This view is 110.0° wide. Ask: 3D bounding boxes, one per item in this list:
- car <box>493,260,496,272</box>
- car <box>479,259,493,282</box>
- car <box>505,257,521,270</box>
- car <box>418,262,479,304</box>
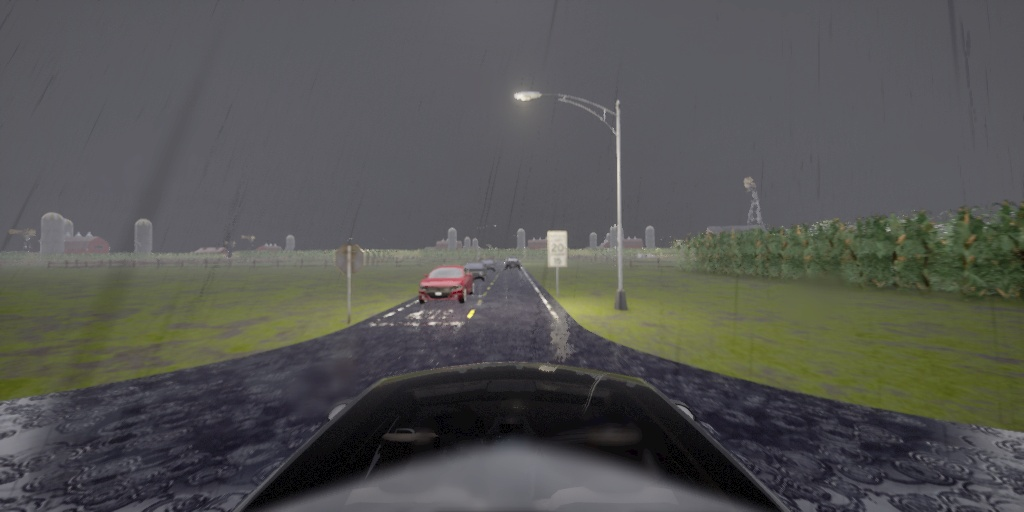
[{"bbox_3d":[-2.807,1.091,42.110,2.033,1.411,5.357,-1,0,0],"label":"car"},{"bbox_3d":[-2.840,1.175,27.992,2.033,1.411,5.357,-1,0,0],"label":"car"},{"bbox_3d":[0.117,0.955,46.252,1.882,1.535,5.008,-1,0,0],"label":"car"},{"bbox_3d":[-2.847,1.173,16.357,1.882,1.535,5.008,-1,0,0],"label":"car"}]
